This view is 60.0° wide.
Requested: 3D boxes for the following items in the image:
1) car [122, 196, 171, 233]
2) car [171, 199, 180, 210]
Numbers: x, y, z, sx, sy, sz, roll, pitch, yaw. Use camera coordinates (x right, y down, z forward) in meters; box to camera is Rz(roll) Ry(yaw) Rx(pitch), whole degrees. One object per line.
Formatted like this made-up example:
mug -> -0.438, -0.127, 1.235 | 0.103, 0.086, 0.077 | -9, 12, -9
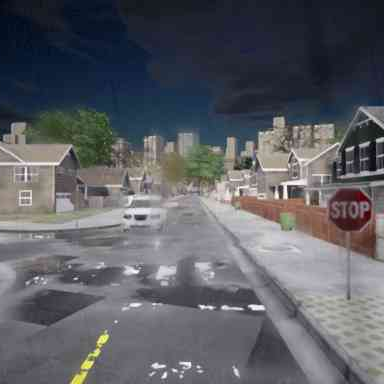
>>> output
car -> -2.670, 1.310, 20.094 | 2.150, 2.045, 5.566 | 0, 0, 0
car -> -2.579, 1.557, 42.768 | 1.895, 1.301, 4.718 | 0, 0, 0
